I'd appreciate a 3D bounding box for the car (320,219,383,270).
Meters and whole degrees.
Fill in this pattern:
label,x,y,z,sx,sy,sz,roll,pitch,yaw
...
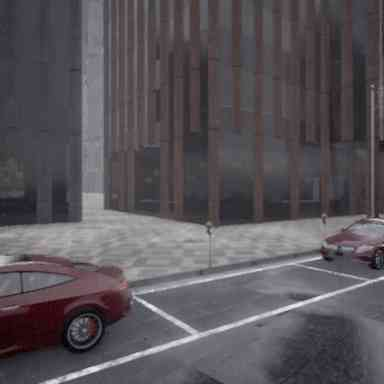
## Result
label,x,y,z,sx,sy,sz,roll,pitch,yaw
car,5.996,1.564,10.928,4.206,1.307,1.802,0,0,-36

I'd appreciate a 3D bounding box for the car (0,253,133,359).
label,x,y,z,sx,sy,sz,roll,pitch,yaw
car,-2.888,1.582,4.588,4.206,1.307,1.802,0,0,-36
